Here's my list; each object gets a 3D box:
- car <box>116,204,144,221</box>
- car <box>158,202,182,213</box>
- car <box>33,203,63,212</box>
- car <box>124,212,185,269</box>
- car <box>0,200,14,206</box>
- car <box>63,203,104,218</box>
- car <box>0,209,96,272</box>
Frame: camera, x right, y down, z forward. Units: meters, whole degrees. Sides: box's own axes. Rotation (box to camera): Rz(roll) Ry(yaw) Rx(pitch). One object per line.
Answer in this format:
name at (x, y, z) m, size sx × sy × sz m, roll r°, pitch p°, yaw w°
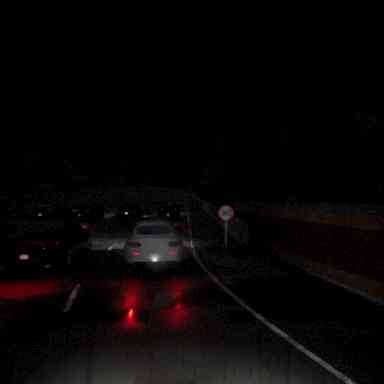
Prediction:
car at (-5.475, 1.723, 29.560) m, size 1.994 × 1.385 × 4.181 m, roll 0°, pitch 0°, yaw -1°
car at (-1.968, 1.649, 29.187) m, size 2.128 × 1.511 × 4.902 m, roll 0°, pitch 0°, yaw -1°
car at (-12.486, 1.689, 29.514) m, size 1.812 × 1.442 × 4.674 m, roll 0°, pitch 0°, yaw -1°
car at (-1.299, 1.642, 11.558) m, size 1.812 × 1.442 × 4.674 m, roll 0°, pitch 0°, yaw -7°
car at (-23.395, 1.667, 39.960) m, size 2.033 × 1.411 × 5.357 m, roll 0°, pitch 0°, yaw -1°
car at (-8.959, 1.654, 28.741) m, size 2.128 × 1.511 × 4.902 m, roll 0°, pitch 0°, yaw -1°
car at (-4.768, 1.594, 11.342) m, size 1.882 × 1.535 × 5.008 m, roll 0°, pitch 0°, yaw -6°
